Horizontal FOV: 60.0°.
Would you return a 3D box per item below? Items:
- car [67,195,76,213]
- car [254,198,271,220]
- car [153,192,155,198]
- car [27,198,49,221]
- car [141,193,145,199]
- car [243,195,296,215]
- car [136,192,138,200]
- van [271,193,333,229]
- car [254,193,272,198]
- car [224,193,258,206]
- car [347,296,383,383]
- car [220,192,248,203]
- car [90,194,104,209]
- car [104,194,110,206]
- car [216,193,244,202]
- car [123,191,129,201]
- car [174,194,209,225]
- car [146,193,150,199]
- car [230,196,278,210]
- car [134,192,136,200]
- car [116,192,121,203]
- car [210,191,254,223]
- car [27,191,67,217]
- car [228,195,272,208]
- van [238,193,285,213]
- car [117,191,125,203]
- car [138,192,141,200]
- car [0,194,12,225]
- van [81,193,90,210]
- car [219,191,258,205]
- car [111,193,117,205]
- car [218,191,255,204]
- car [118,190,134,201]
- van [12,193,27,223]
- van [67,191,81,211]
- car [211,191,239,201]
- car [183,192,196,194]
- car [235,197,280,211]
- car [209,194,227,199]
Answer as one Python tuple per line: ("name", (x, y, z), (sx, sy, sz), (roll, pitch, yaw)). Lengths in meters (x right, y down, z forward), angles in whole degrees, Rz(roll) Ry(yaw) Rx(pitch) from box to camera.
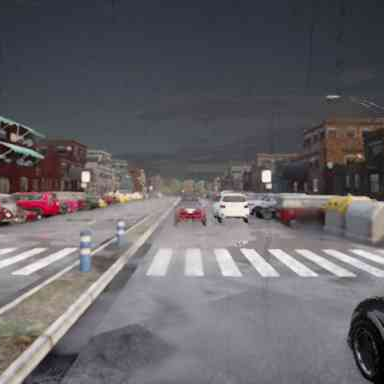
("car", (-13.172, 1.286, 28.928), (4.892, 1.521, 2.231), (0, 1, 0))
("car", (7.349, 1.434, 26.295), (4.792, 1.488, 2.163), (0, 0, -1))
("car", (-13.713, 1.096, 92.702), (5.008, 1.535, 2.097), (0, 0, 0))
("car", (-13.118, 1.352, 23.374), (4.792, 1.488, 2.163), (0, 0, 0))
("car", (-13.490, 0.684, 70.480), (5.566, 2.045, 2.435), (0, 0, 0))
("car", (7.354, 1.238, 31.810), (4.553, 1.767, 2.185), (0, 0, -1))
("car", (-13.470, 0.980, 64.927), (4.674, 1.452, 2.002), (0, 0, 0))
("van", (7.553, 1.214, 20.776), (4.442, 1.987, 1.878), (0, 0, -1))
("car", (7.323, 1.133, 29.050), (5.566, 2.045, 2.435), (0, 0, -1))
("car", (7.120, 1.078, 48.357), (4.553, 1.767, 2.185), (0, 1, -1))
("car", (3.080, 1.559, 2.737), (1.994, 1.385, 4.181), (0, 0, -1))
("car", (7.097, 0.987, 56.627), (4.553, 1.767, 2.185), (0, 0, -1))
("car", (-13.209, 0.962, 37.261), (5.566, 2.045, 2.435), (0, 1, 0))
("car", (-13.078, 1.185, 40.048), (5.366, 1.575, 1.946), (0, 1, 0))
("car", (7.003, 1.065, 62.137), (5.008, 1.535, 2.097), (0, 0, -1))
("car", (-13.385, 1.031, 53.943), (5.008, 1.535, 2.097), (0, 1, 0))
("car", (-0.133, 1.259, 23.387), (2.097, 1.767, 4.553), (0, 0, -1))
("car", (-13.621, 1.003, 81.712), (4.892, 1.521, 2.231), (0, 0, 0))
("car", (7.422, 1.288, 40.086), (5.366, 1.575, 1.946), (0, 1, -1))
("car", (-13.453, 0.993, 62.270), (4.674, 1.452, 2.002), (0, 1, 0))
("car", (-13.362, 1.126, 48.260), (4.792, 1.488, 2.163), (0, 1, 0))
("car", (2.852, 1.132, 25.035), (2.150, 2.045, 5.566), (0, 0, -1))
("car", (-13.188, 1.054, 26.025), (5.566, 2.045, 2.435), (0, 0, 0))
("car", (7.393, 1.260, 42.845), (5.366, 1.575, 1.946), (0, 1, -1))
("van", (7.178, 1.115, 34.566), (4.442, 1.987, 1.878), (0, 0, -1))
("car", (-13.362, 1.066, 51.039), (4.892, 1.521, 2.231), (0, 1, 0))
("car", (-13.682, 0.931, 67.699), (5.366, 1.575, 1.946), (0, 0, 0))
("car", (-13.141, 1.102, 17.689), (5.566, 2.045, 2.435), (0, 0, 0))
("van", (-13.333, 1.013, 34.361), (4.442, 1.987, 1.878), (0, 1, 0))
("car", (7.095, 0.921, 51.113), (5.566, 2.045, 2.435), (0, 1, -1))
("car", (-13.304, 1.128, 45.481), (5.008, 1.535, 2.097), (0, 1, 0))
("car", (7.124, 0.891, 53.871), (5.566, 2.045, 2.435), (0, 1, -1))
("car", (-13.612, 0.970, 59.497), (5.366, 1.575, 1.946), (0, 1, 0))
("van", (-13.011, 1.114, 20.467), (4.442, 1.987, 1.878), (0, 0, 0))
("van", (-13.315, 1.036, 31.707), (4.442, 1.987, 1.878), (0, 0, 0))
("car", (6.896, 0.795, 70.403), (5.566, 2.045, 2.435), (0, 0, -1))
("car", (-0.315, 0.982, 41.379), (2.150, 2.045, 5.566), (0, 1, -1))
("car", (7.262, 1.357, 37.328), (4.674, 1.452, 2.002), (0, 1, -1))
("car", (6.749, 1.184, 86.938), (4.674, 1.452, 2.002), (0, 0, -1))
